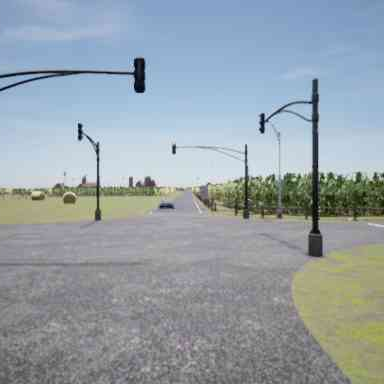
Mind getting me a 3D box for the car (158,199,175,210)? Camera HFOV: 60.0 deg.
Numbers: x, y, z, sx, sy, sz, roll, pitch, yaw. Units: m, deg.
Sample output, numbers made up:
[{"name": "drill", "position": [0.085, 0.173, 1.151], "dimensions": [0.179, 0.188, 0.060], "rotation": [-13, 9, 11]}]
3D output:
[{"name": "car", "position": [-3.209, 1.547, 42.422], "dimensions": [1.895, 1.301, 4.718], "rotation": [0, 0, 0]}]
